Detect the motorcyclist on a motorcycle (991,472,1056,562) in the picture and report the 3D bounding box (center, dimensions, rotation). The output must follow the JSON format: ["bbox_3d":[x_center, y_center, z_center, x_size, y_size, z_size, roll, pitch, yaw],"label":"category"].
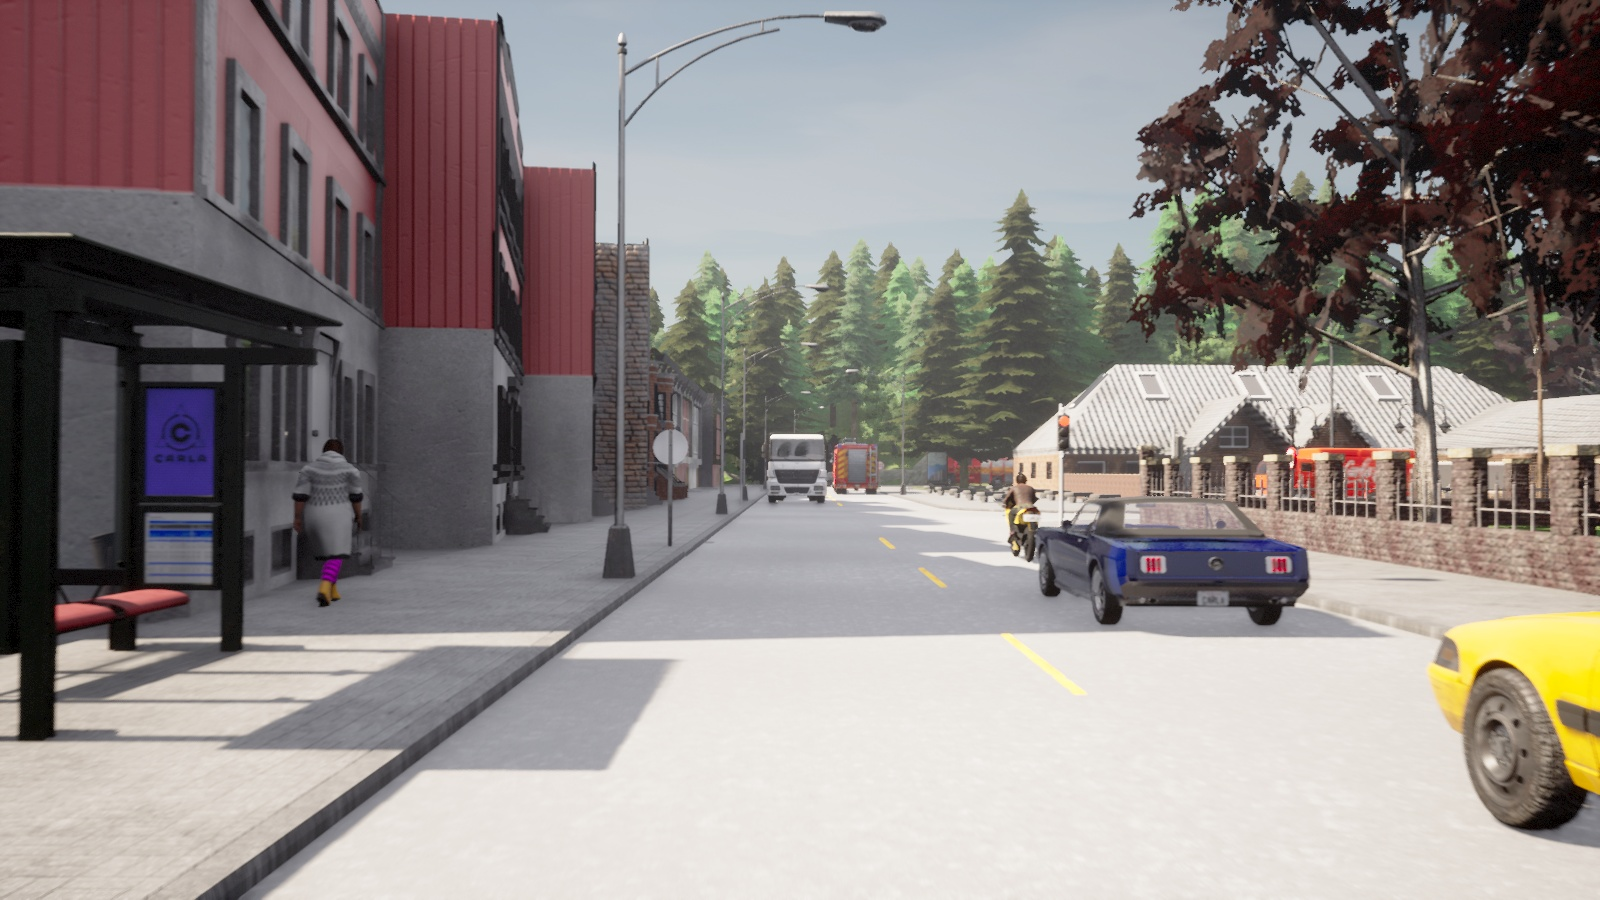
[{"bbox_3d":[3.943,1.154,22.293,0.797,1.523,2.044,0,-1,0],"label":"motorcyclist on a motorcycle"}]

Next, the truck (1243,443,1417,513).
[{"bbox_3d":[19.091,1.015,45.459,5.204,2.467,2.627,0,-1,2],"label":"truck"}]

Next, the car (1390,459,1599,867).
[{"bbox_3d":[3.989,0.802,3.868,1.801,1.575,5.366,0,-1,0],"label":"car"}]

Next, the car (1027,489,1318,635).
[{"bbox_3d":[3.966,1.139,14.301,1.895,1.301,4.718,0,-1,0],"label":"car"}]

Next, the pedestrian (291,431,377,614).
[{"bbox_3d":[-5.121,0.776,13.835,0.659,1.952,0.873,0,-1,-4],"label":"pedestrian"}]

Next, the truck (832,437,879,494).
[{"bbox_3d":[3.824,1.113,88.326,2.891,3.827,8.468,0,-1,0],"label":"truck"}]

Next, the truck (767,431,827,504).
[{"bbox_3d":[-0.160,0.909,64.277,2.891,3.462,7.936,0,-1,0],"label":"truck"}]
